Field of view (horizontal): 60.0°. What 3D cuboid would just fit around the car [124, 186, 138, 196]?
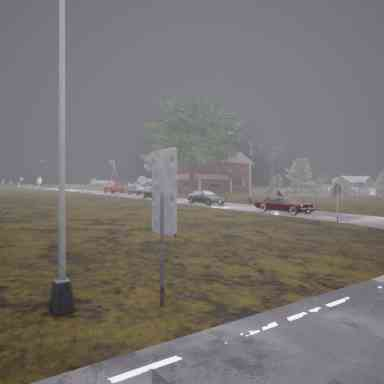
[{"bbox_3d":[-8.466,-0.188,52.541,1.812,1.442,4.674,0,2,-35],"label":"car"}]

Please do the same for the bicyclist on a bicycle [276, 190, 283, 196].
[{"bbox_3d":[8.843,0.664,33.741,1.656,1.620,0.582,0,2,-36],"label":"bicyclist on a bicycle"}]

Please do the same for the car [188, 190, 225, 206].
[{"bbox_3d":[1.349,0.554,33.915,1.812,1.442,4.674,0,2,-36],"label":"car"}]

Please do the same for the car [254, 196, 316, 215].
[{"bbox_3d":[7.152,0.998,25.837,1.895,1.301,4.718,0,2,-36],"label":"car"}]

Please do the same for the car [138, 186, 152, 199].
[{"bbox_3d":[-4.516,0.018,42.084,2.097,1.767,4.553,0,2,-36],"label":"car"}]

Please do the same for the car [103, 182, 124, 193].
[{"bbox_3d":[-14.168,-0.819,60.379,2.150,2.045,5.566,0,2,-36],"label":"car"}]
